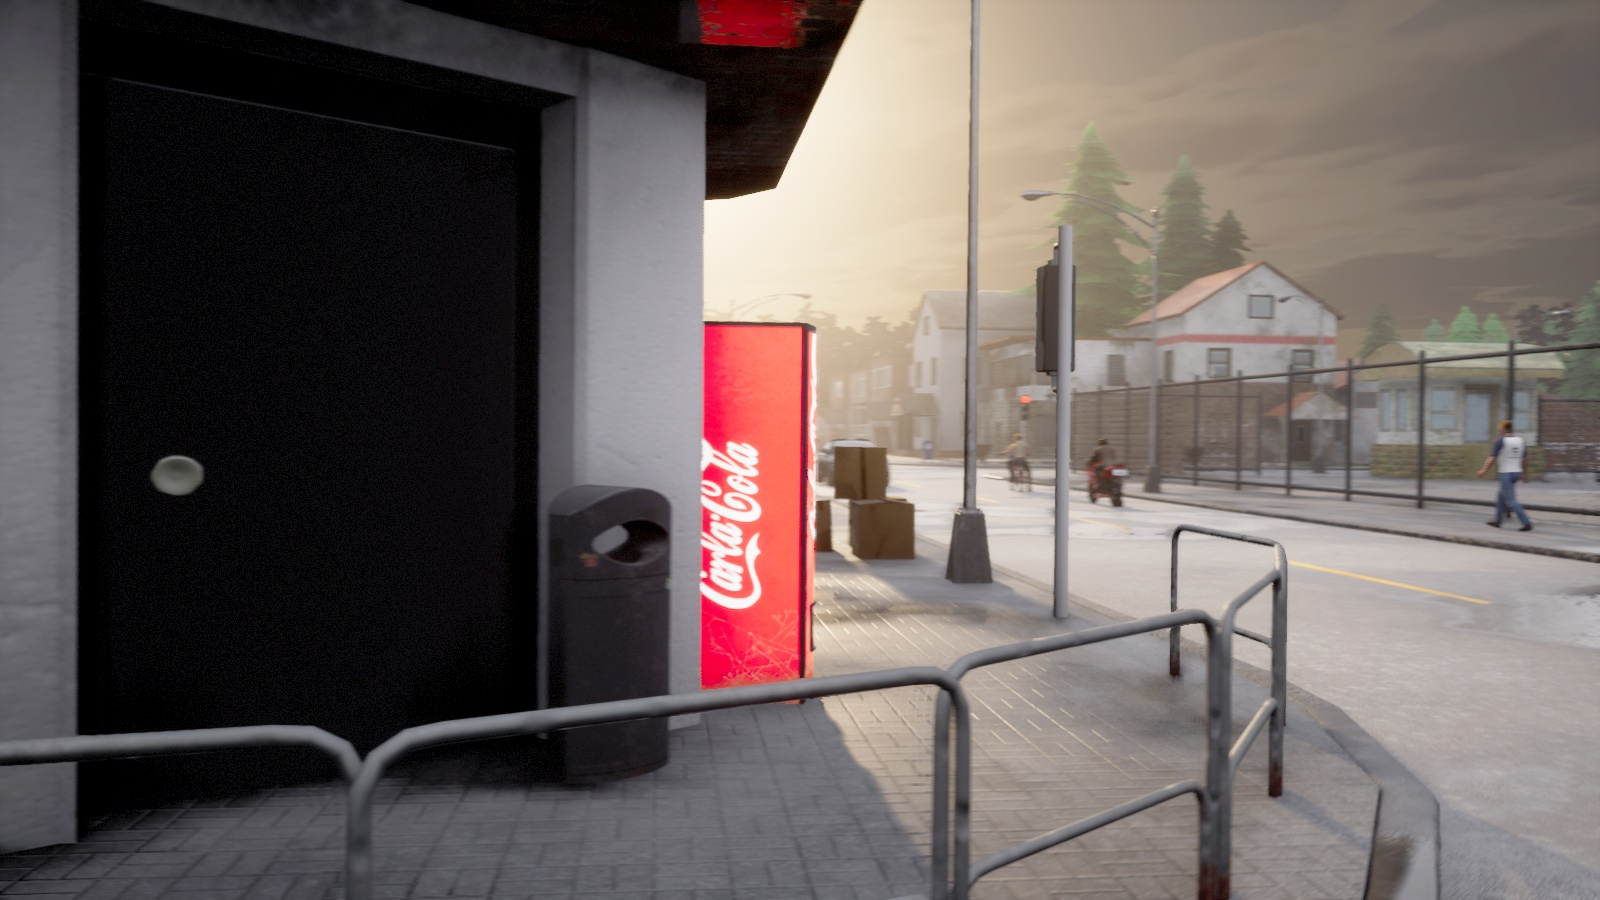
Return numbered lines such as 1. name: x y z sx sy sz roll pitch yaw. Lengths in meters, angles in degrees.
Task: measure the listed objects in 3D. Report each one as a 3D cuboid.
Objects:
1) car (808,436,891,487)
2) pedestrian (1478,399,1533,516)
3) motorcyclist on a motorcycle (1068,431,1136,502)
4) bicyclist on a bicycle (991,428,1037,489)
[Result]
1. car: 1.433 0.307 38.401 1.812 1.442 4.674 -1 1 -7
2. pedestrian: 11.346 0.112 20.210 0.354 1.836 0.706 -1 1 -17
3. motorcyclist on a motorcycle: 6.681 0.339 27.876 0.797 1.523 2.044 -1 1 -7
4. bicyclist on a bicycle: 5.869 0.216 34.560 0.866 1.612 1.509 -1 1 -6
